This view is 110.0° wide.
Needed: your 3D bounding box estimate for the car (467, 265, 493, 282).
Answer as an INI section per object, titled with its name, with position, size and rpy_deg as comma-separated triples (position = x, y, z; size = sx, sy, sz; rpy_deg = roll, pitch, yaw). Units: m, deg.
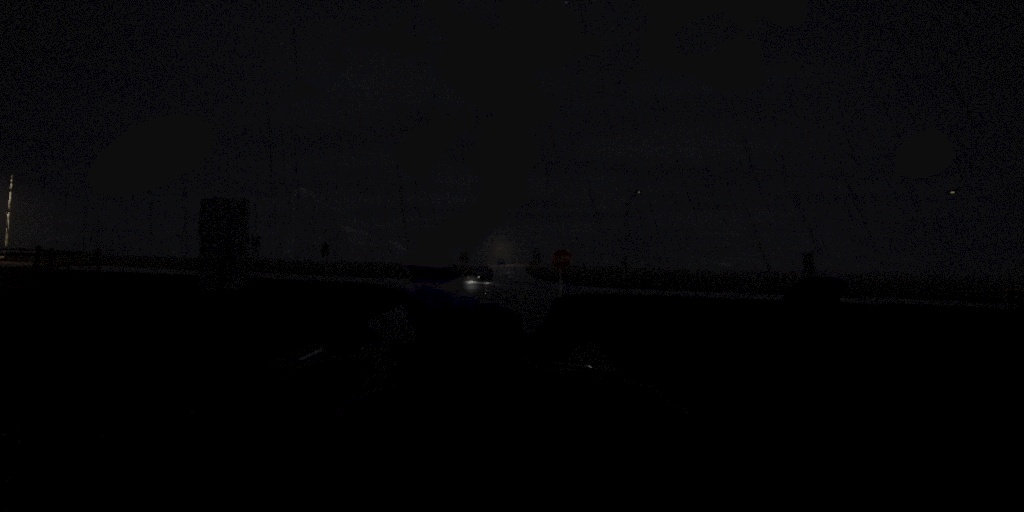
[car]
position = -2.619, 1.466, 30.301
size = 1.994, 1.385, 4.181
rpy_deg = 2, 0, 0
